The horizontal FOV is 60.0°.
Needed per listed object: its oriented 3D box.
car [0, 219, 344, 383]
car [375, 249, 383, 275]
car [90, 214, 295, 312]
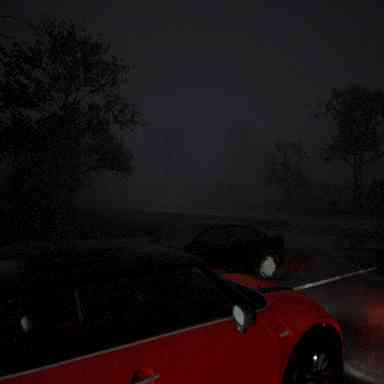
[{"bbox_3d":[-0.468,1.352,3.387,4.553,1.767,2.097,0,0,-35],"label":"car"},{"bbox_3d":[6.736,1.599,8.519,4.718,1.301,1.895,0,0,-36],"label":"car"},{"bbox_3d":[0.221,1.477,8.418,5.008,1.535,1.882,0,0,-35],"label":"car"}]
